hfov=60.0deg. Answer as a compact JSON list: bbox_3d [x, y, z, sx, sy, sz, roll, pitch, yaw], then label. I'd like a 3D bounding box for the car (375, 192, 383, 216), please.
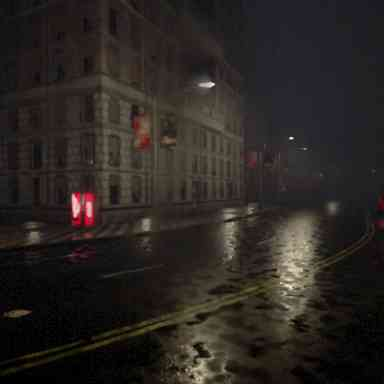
[{"bbox_3d":[17.702,1.045,29.544,2.150,2.045,5.566,0,0,27],"label":"car"}]
